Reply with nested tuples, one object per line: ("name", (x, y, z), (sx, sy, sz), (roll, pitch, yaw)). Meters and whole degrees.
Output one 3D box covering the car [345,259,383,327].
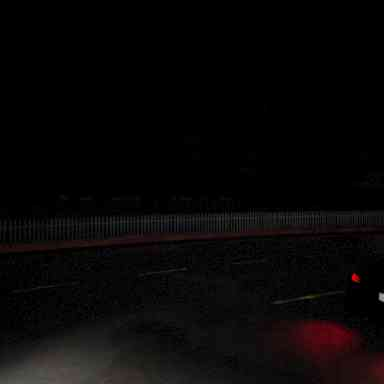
("car", (4.758, 1.564, 5.749), (4.181, 1.385, 1.994), (0, 0, -24))
